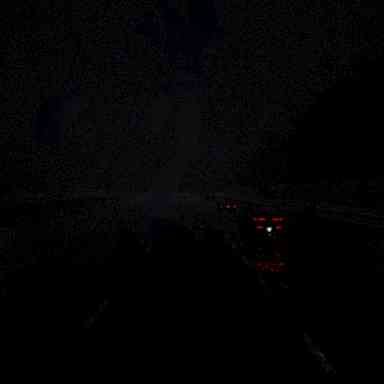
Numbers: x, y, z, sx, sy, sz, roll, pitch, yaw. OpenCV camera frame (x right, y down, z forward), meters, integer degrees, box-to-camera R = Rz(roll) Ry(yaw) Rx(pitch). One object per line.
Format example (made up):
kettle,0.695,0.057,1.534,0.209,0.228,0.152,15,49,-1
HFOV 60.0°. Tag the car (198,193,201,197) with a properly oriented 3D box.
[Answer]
car,3.496,0.796,92.527,2.150,2.045,5.566,0,0,0

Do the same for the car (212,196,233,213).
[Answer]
car,3.498,1.433,34.688,2.033,1.411,5.357,0,0,0

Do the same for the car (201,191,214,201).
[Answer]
car,3.498,0.978,67.598,2.097,1.767,4.553,0,0,0

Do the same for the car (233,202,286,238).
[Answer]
car,3.499,1.414,17.458,1.837,1.490,4.892,0,0,0
